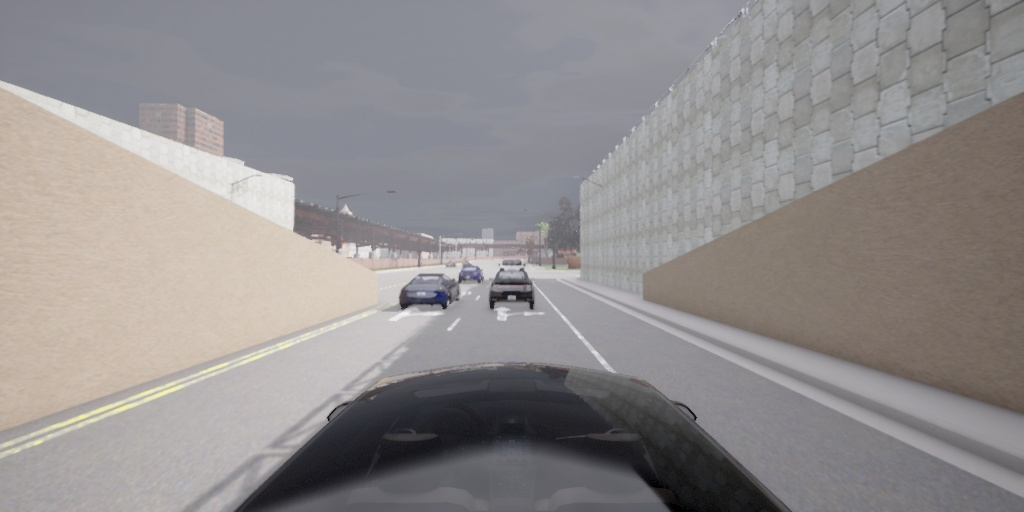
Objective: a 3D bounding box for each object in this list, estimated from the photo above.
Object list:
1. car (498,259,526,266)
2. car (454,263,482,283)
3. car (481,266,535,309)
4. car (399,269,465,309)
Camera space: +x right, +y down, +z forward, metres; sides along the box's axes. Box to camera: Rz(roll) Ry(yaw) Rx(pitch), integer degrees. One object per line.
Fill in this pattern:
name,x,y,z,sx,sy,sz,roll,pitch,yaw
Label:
car,-0.010,1.234,30.583,2.150,2.045,5.566,0,0,0
car,-3.505,1.547,30.949,1.812,1.442,4.674,0,0,0
car,-0.002,1.374,15.866,2.128,1.511,4.902,0,0,0
car,-3.501,1.446,15.862,1.994,1.385,4.181,0,0,0
